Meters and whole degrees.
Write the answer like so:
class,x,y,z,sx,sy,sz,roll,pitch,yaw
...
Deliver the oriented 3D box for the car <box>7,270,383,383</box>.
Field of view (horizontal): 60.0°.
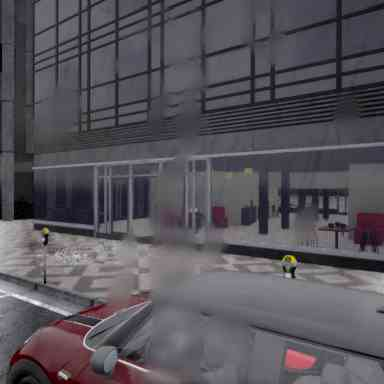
class,x,y,z,sx,sy,sz,roll,pitch,yaw
car,0.196,1.440,2.820,4.097,1.590,1.967,0,0,36
